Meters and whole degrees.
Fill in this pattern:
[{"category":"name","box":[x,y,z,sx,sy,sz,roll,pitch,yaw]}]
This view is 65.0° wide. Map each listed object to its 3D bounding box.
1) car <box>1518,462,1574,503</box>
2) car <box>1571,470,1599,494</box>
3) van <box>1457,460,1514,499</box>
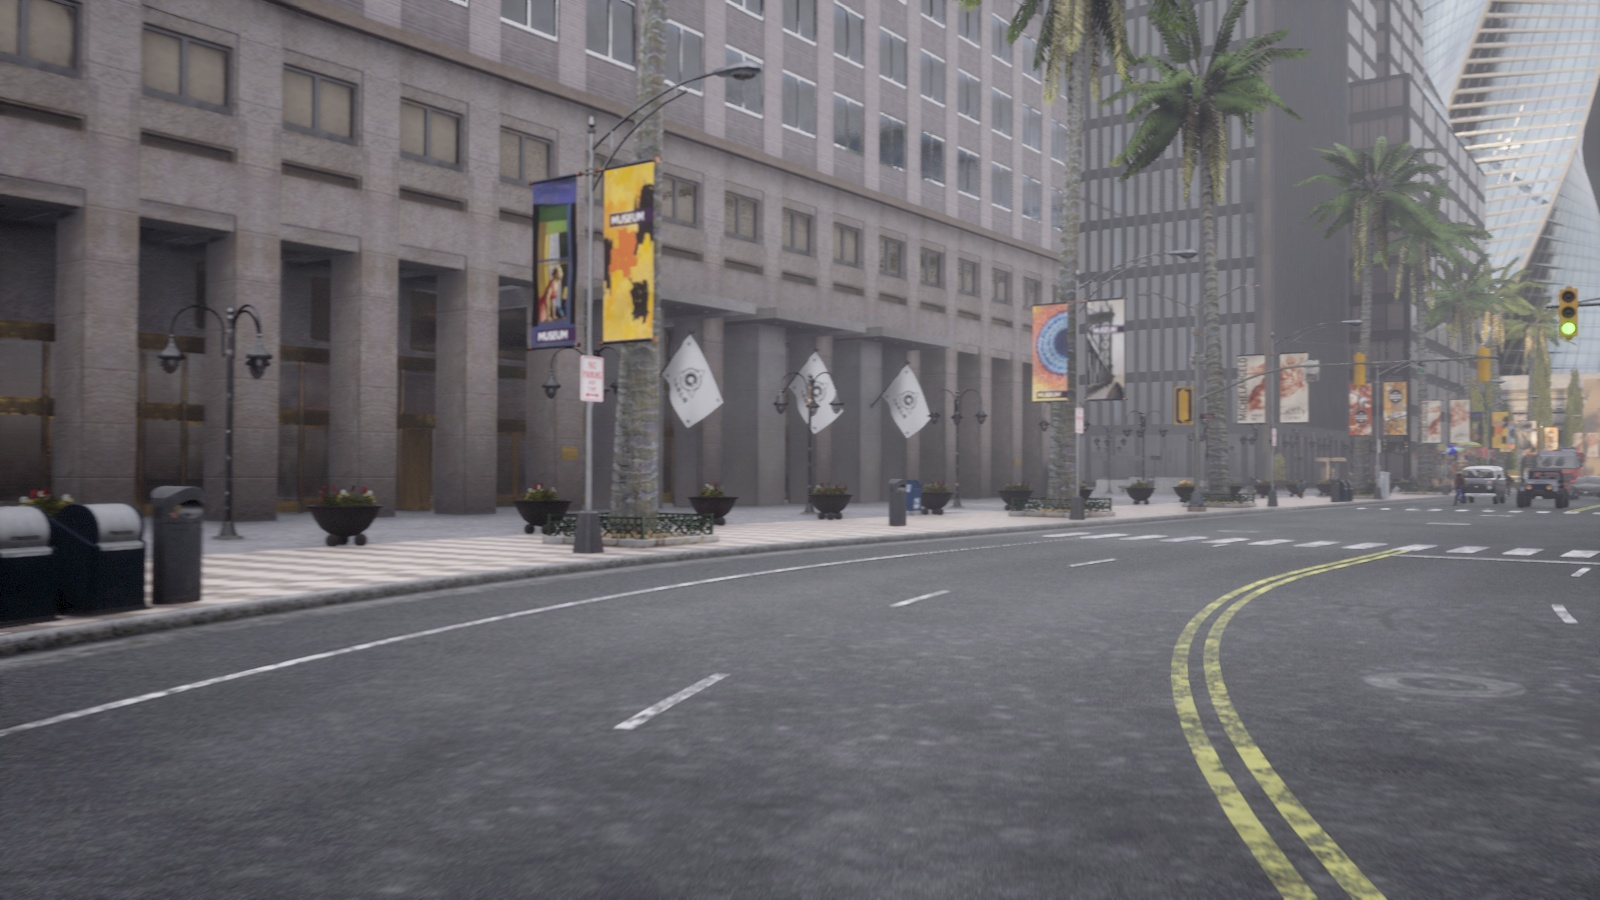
[{"category":"car","box":[35.631,1.517,59.938,1.905,1.878,3.866,-1,-1,37]},{"category":"car","box":[49.843,2.007,78.980,1.837,1.490,4.892,-1,-1,37]},{"category":"van","box":[36.860,1.567,67.446,2.069,2.038,4.480,-1,-1,37]}]
